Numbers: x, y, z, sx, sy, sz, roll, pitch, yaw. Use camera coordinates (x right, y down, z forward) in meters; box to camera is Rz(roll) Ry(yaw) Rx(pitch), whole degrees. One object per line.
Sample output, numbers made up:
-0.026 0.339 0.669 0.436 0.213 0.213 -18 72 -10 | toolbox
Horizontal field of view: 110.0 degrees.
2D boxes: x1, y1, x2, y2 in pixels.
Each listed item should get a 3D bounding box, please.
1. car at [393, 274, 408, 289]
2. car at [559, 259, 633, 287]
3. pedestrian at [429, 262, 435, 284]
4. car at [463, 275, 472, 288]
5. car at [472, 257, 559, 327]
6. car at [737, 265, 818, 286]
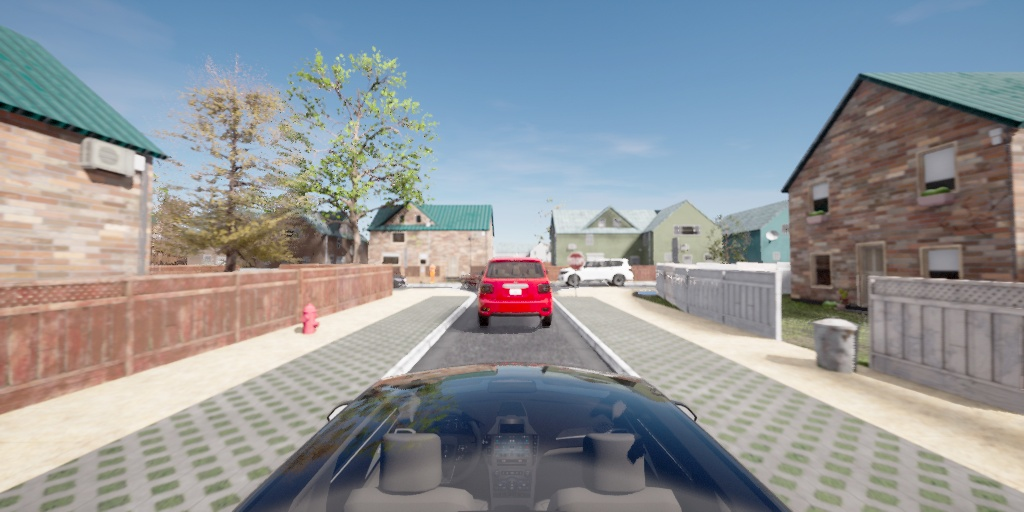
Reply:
-9.645 1.575 24.425 4.902 1.511 2.128 0 -2 1 | car
6.273 1.259 27.190 5.566 2.045 2.150 -1 -2 1 | car
-6.736 1.405 30.259 0.375 1.860 0.375 0 -1 1 | pedestrian
-1.833 1.626 24.459 1.895 1.301 4.718 0 -2 -26 | car
0.092 1.079 12.187 2.150 2.045 5.566 0 -1 0 | car
19.881 1.447 27.017 4.674 1.442 1.812 0 -2 1 | car
